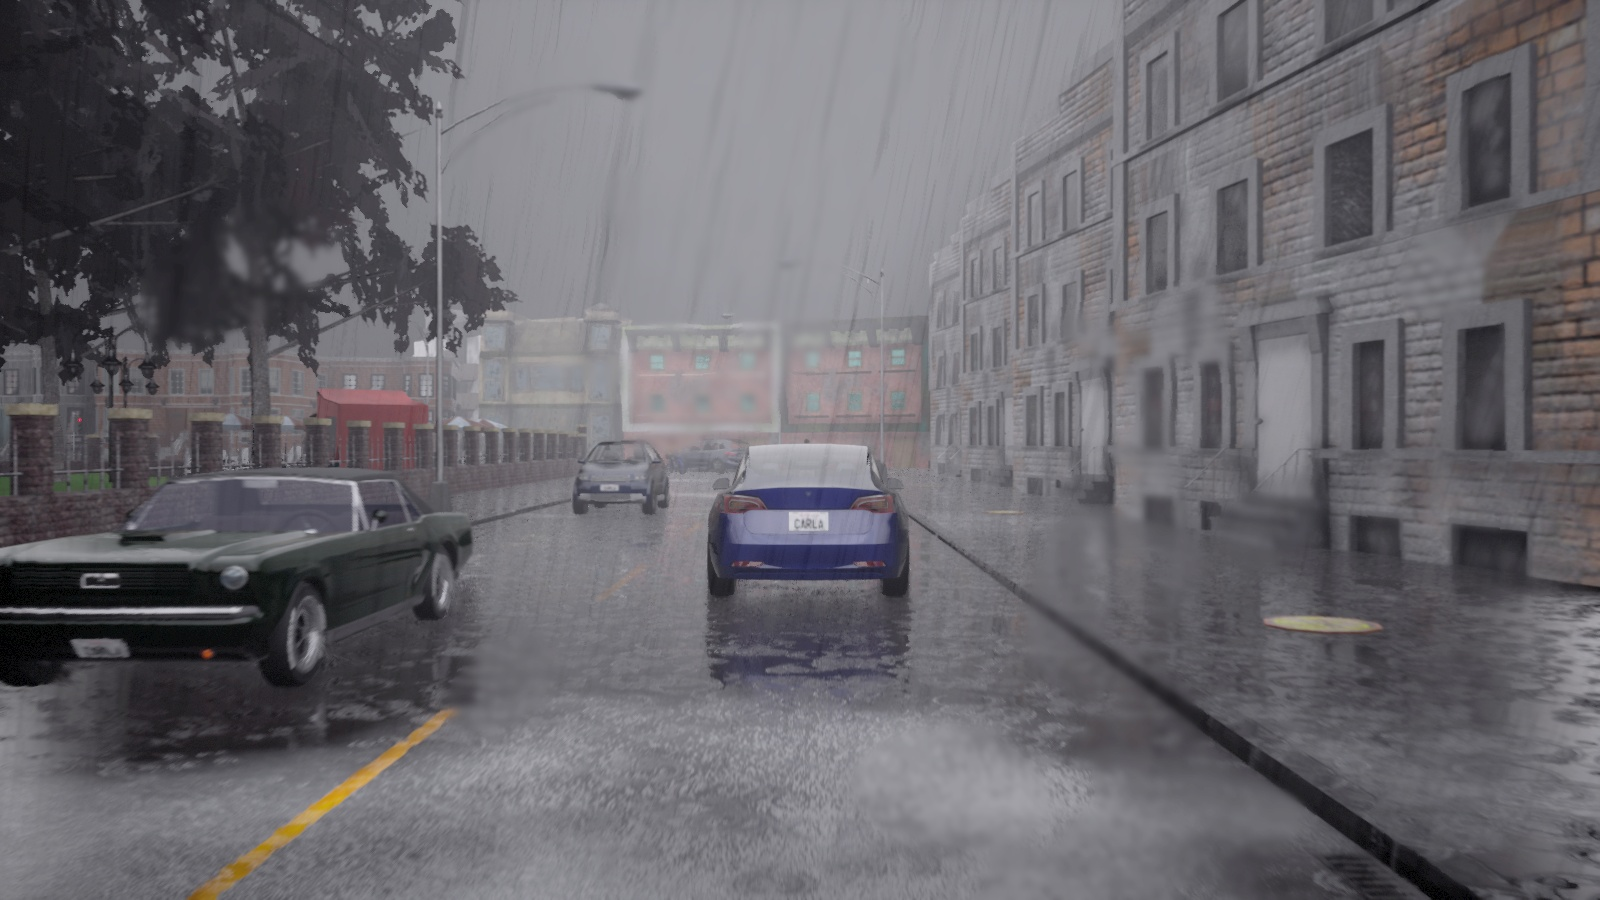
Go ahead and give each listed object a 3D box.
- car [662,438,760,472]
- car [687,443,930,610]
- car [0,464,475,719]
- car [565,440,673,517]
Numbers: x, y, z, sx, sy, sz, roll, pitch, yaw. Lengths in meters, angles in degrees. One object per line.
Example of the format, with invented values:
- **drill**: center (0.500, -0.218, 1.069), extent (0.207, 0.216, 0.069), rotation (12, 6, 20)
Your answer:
- **car**: center (-4.494, 0.232, 62.748), extent (4.611, 1.667, 2.242), rotation (0, 0, 40)
- **car**: center (0.086, 0.669, 13.619), extent (2.163, 1.488, 4.792), rotation (0, 0, 0)
- **car**: center (-3.935, 0.792, 9.157), extent (1.895, 1.301, 4.718), rotation (0, 0, 0)
- **car**: center (-3.855, 0.567, 27.243), extent (1.789, 1.549, 3.705), rotation (0, 0, 0)
